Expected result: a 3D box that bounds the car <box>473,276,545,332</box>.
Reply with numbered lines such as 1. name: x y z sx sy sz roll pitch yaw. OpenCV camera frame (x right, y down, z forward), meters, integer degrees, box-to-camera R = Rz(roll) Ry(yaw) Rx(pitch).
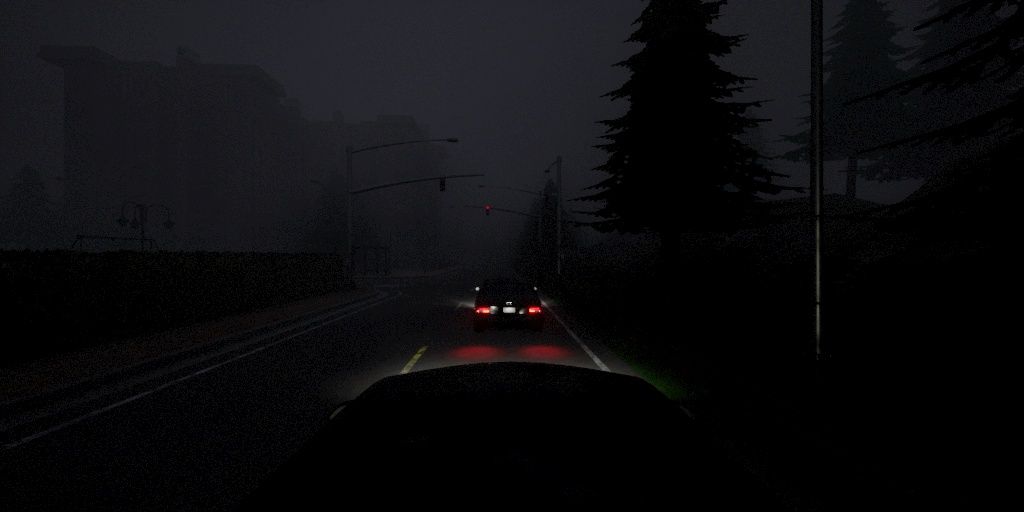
1. car: -0.155 1.297 10.797 2.033 1.411 5.357 0 0 -2
